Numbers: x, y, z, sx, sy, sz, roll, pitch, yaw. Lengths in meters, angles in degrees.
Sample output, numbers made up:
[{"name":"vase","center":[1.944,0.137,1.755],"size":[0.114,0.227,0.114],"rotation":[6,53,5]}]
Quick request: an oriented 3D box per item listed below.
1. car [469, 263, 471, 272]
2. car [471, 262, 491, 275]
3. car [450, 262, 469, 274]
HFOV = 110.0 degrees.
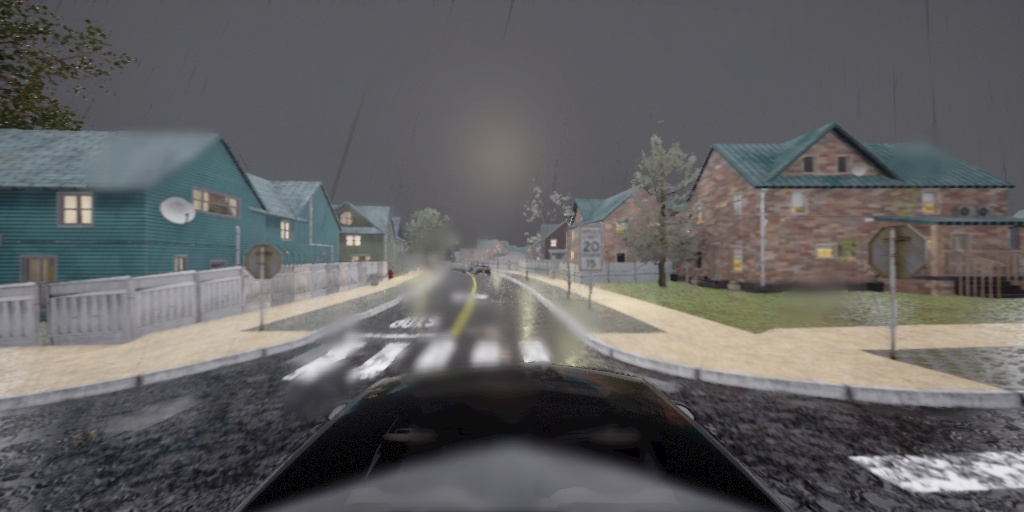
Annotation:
[{"name":"car","center":[-5.685,1.683,54.742],"size":[1.837,1.490,4.892],"rotation":[0,-1,-12]},{"name":"car","center":[-3.763,1.559,44.838],"size":[1.837,1.490,4.892],"rotation":[0,-1,-10]},{"name":"car","center":[-7.296,1.608,48.889],"size":[1.837,1.490,4.892],"rotation":[0,-1,-10]}]
